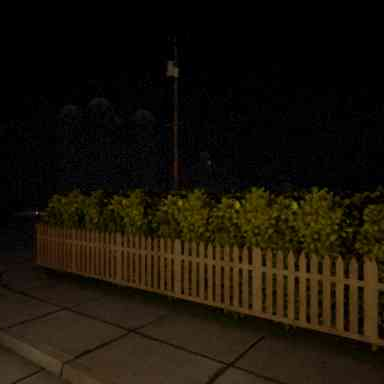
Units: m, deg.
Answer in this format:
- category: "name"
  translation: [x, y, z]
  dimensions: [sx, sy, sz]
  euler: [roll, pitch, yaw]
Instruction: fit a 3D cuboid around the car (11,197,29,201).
- category: "car"
  translation: [-27.274, 1.473, 52.825]
  dimensions: [4.193, 1.474, 1.816]
  euler: [0, 0, 35]
